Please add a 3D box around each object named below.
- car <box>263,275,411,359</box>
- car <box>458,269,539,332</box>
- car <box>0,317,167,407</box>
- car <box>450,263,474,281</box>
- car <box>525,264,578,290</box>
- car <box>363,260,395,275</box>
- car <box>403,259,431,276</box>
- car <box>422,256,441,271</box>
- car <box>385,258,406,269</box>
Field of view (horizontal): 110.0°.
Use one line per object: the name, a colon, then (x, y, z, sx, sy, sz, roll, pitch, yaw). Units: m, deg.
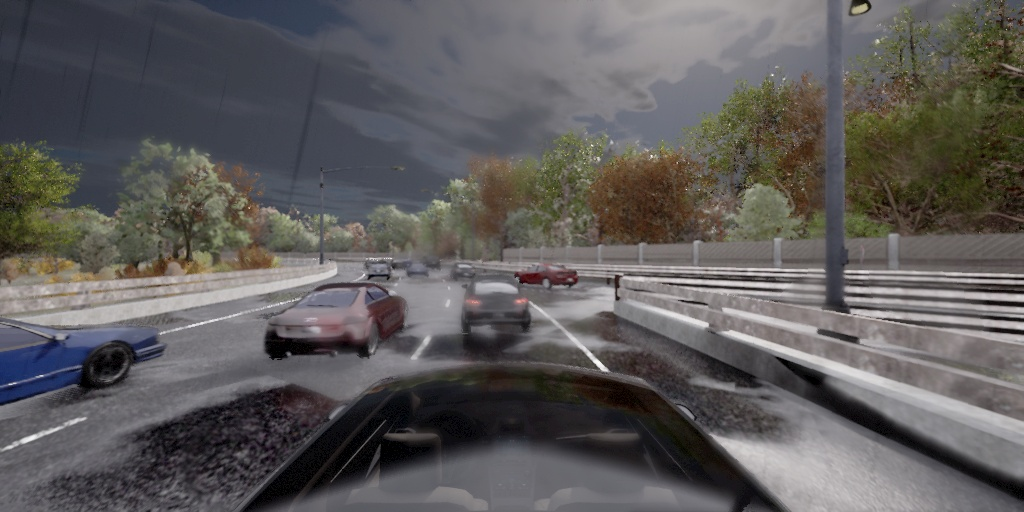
car: (-3.794, 1.320, 8.484, 1.994, 1.385, 4.181, 0, 0, -4)
car: (-0.543, 1.283, 10.865, 1.812, 1.442, 4.674, 0, 0, -5)
car: (-6.985, 1.300, 3.802, 2.033, 1.411, 5.357, 0, 0, -1)
car: (-4.183, 1.301, 30.672, 1.812, 1.442, 4.674, 0, 0, -15)
car: (2.061, 1.245, 23.216, 1.882, 1.535, 5.008, 0, 0, -34)
car: (-11.805, 1.325, 32.056, 2.033, 1.411, 5.357, 0, 0, -17)
car: (-9.803, 1.345, 36.893, 1.994, 1.385, 4.181, 0, 0, -19)
car: (-11.616, 1.013, 50.234, 2.150, 2.045, 5.566, 0, 0, -26)
car: (-17.455, 1.274, 53.965, 1.882, 1.535, 5.008, 0, 0, -29)
